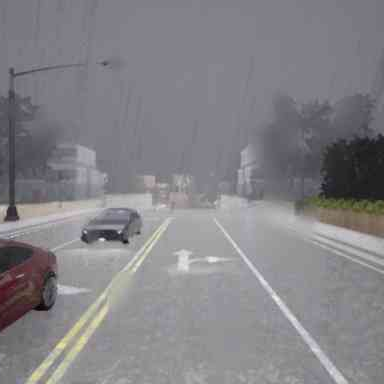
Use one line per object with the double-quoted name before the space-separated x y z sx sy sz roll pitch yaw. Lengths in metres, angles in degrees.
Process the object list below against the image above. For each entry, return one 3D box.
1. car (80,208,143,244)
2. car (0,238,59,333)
"car" -3.514 1.468 15.664 2.033 1.411 5.357 0 0 0
"car" -3.581 1.500 5.002 1.812 1.442 4.674 0 0 0
